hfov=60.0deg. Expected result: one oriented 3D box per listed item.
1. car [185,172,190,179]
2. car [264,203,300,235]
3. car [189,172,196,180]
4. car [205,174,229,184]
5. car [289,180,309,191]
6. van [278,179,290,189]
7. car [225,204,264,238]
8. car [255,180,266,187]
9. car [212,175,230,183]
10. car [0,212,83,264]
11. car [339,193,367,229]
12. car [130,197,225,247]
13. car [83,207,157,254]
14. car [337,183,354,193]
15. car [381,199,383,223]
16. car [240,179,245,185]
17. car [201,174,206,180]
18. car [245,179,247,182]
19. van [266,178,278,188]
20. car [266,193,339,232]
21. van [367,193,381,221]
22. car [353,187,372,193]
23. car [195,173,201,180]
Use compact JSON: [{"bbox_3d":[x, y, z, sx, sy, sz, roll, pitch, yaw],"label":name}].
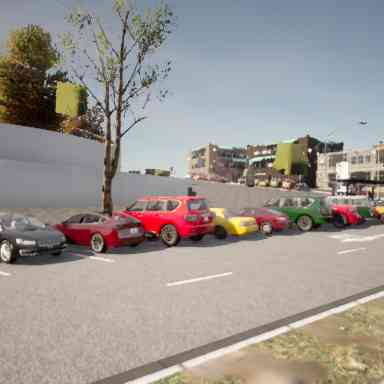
[{"bbox_3d":[0.307,-4.367,93.481,2.435,2.045,5.566,1,-1,34],"label":"car"},{"bbox_3d":[3.304,1.545,18.846,4.674,1.452,2.002,-1,-1,35],"label":"car"},{"bbox_3d":[2.078,-4.090,91.133,2.185,1.767,4.553,4,1,33],"label":"car"},{"bbox_3d":[5.470,-2.601,70.853,1.994,1.385,4.181,2,4,-36],"label":"car"},{"bbox_3d":[21.190,-0.995,64.077,2.231,1.521,4.892,7,3,35],"label":"car"},{"bbox_3d":[19.431,-1.494,66.439,1.878,1.987,4.442,7,4,35],"label":"van"},{"bbox_3d":[0.698,1.500,17.219,5.366,1.575,1.946,-1,-1,35],"label":"car"},{"bbox_3d":[16.129,-1.815,71.642,1.946,1.575,5.366,7,3,35],"label":"car"},{"bbox_3d":[7.452,-3.180,83.937,1.946,1.575,5.366,7,3,34],"label":"car"},{"bbox_3d":[-6.488,1.490,11.902,4.892,1.521,2.231,-1,-1,35],"label":"car"},{"bbox_3d":[8.246,1.264,22.308,5.566,2.045,2.435,-1,-1,35],"label":"car"},{"bbox_3d":[-1.622,1.245,15.392,5.566,2.045,2.435,-1,-1,35],"label":"car"},{"bbox_3d":[-4.068,1.521,13.648,4.792,1.488,2.163,-1,-1,35],"label":"car"},{"bbox_3d":[26.399,-0.429,56.690,2.435,2.045,5.566,7,3,35],"label":"car"},{"bbox_3d":[13.194,1.401,25.727,4.553,1.767,2.185,-1,-1,35],"label":"car"},{"bbox_3d":[12.556,-2.321,76.426,2.002,1.452,4.674,7,3,35],"label":"car"},{"bbox_3d":[5.601,-3.703,86.197,2.435,2.045,5.566,7,3,34],"label":"car"},{"bbox_3d":[14.298,-2.047,73.963,2.002,1.452,4.674,7,4,35],"label":"car"},{"bbox_3d":[17.702,-1.767,68.911,1.878,1.987,4.442,7,4,35],"label":"van"},{"bbox_3d":[5.732,1.259,20.604,5.566,2.045,2.435,-1,-1,35],"label":"car"},{"bbox_3d":[10.785,1.294,23.977,4.442,1.987,1.878,-1,-1,35],"label":"van"},{"bbox_3d":[28.090,0.134,54.217,2.002,1.452,4.674,7,3,35],"label":"car"},{"bbox_3d":[3.808,-3.855,88.663,2.185,1.767,4.553,6,3,34],"label":"car"}]
